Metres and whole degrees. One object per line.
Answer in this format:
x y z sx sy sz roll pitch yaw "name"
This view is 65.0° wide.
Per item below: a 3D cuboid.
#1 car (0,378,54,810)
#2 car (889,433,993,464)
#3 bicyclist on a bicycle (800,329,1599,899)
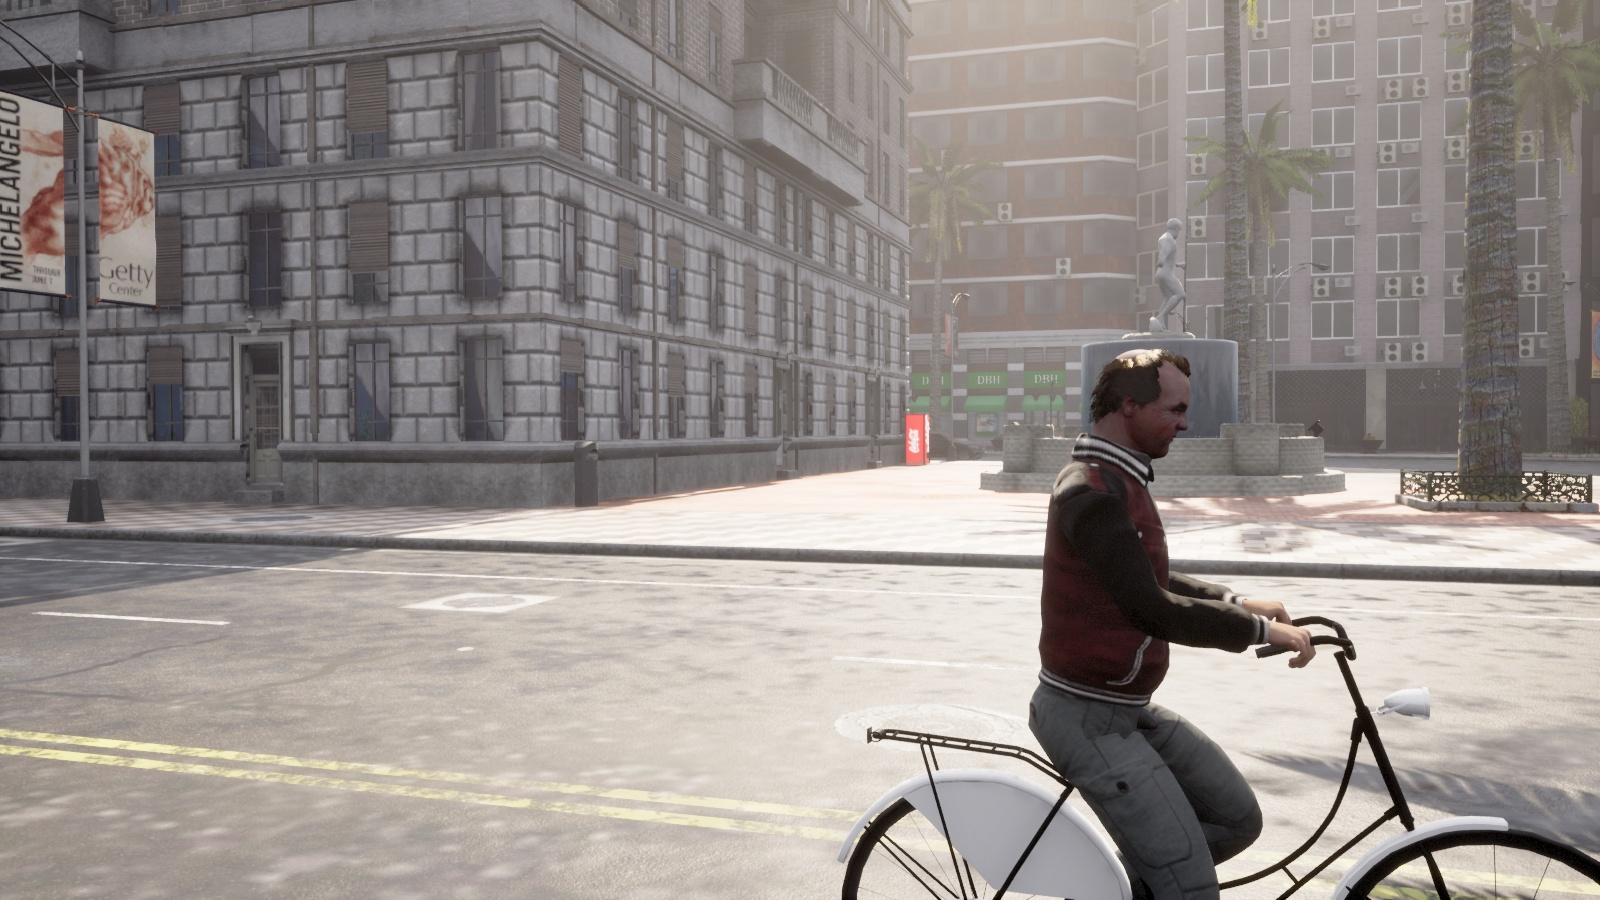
-5.684 0.583 5.087 4.553 1.767 2.097 0 1 18 "car"
6.876 -0.103 61.264 4.674 1.442 1.812 1 1 25 "car"
0.978 0.655 2.875 1.843 1.776 0.659 0 1 19 "bicyclist on a bicycle"
